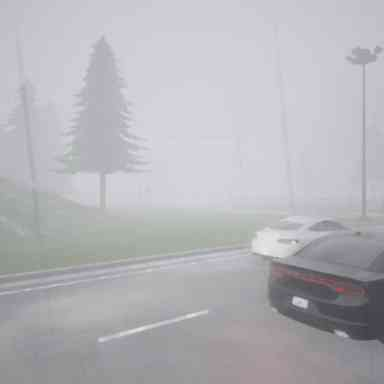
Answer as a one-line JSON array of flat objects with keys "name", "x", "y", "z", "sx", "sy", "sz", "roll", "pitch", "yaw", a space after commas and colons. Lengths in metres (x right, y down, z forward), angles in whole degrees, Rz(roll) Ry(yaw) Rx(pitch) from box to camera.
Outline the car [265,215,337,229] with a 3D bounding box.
[{"name": "car", "x": 3.974, "y": 1.489, "z": 10.881, "sx": 4.674, "sy": 1.442, "sz": 1.812, "roll": 0, "pitch": 0, "yaw": -35}]

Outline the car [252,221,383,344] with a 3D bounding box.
[{"name": "car", "x": 3.599, "y": 1.452, "z": 6.313, "sx": 5.008, "sy": 1.535, "sz": 1.882, "roll": 0, "pitch": 0, "yaw": -36}]
